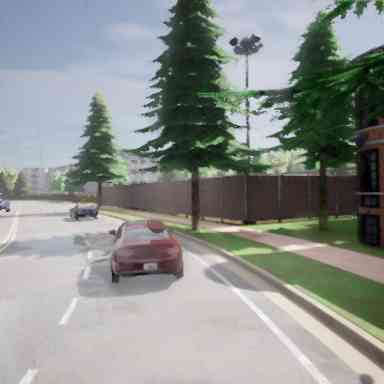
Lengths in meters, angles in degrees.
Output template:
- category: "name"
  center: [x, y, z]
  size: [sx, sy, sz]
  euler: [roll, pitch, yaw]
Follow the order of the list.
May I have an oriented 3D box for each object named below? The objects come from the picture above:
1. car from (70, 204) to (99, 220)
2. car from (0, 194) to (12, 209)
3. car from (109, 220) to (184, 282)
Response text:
- category: "car"
  center: [-9.771, 1.749, 29.872]
  size: [1.895, 1.301, 4.718]
  euler: [-1, 0, -27]
- category: "car"
  center: [-20.159, 1.149, 34.688]
  size: [2.150, 2.045, 5.566]
  euler: [-1, 0, -27]
- category: "car"
  center: [-1.437, 1.547, 9.847]
  size: [1.812, 1.442, 4.674]
  euler: [-1, 0, -12]
